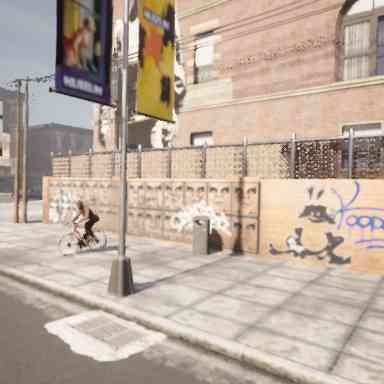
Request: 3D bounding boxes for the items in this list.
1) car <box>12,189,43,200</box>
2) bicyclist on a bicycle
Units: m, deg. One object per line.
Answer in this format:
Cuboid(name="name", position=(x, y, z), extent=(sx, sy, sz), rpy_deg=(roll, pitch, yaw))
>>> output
Cuboid(name="car", position=(-21.756, 0.332, 44.218), extent=(1.812, 1.442, 4.674), rpy_deg=(2, 1, 15))
Cuboid(name="bicyclist on a bicycle", position=(-3.253, 1.071, 10.022), extent=(0.582, 1.620, 1.656), rpy_deg=(2, 1, 38))
